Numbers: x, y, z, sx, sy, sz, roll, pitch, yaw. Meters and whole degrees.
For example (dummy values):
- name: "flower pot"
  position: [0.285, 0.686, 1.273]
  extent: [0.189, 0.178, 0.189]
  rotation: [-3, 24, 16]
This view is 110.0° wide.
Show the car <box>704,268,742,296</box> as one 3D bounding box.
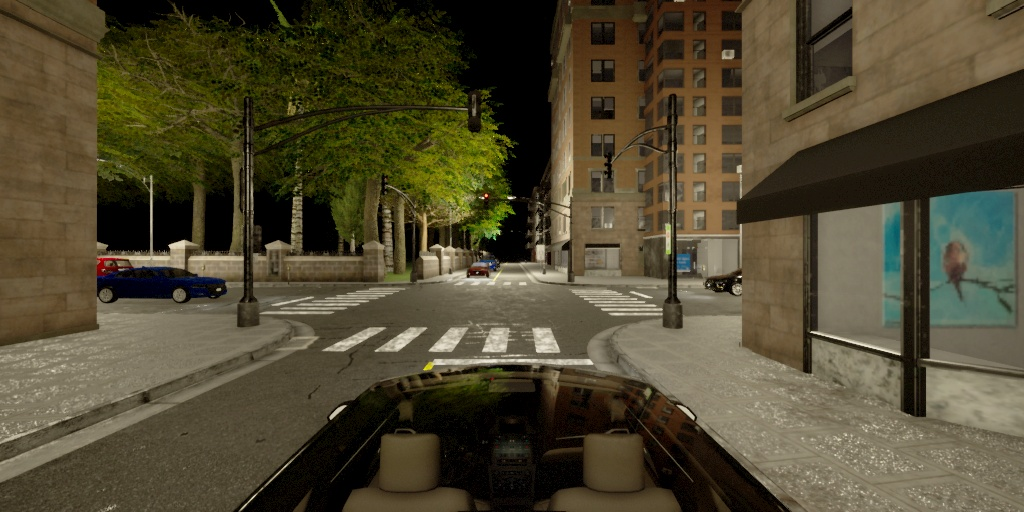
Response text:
- name: "car"
  position: [12.689, 1.271, 18.683]
  extent: [4.892, 1.490, 1.837]
  rotation: [0, 0, 1]

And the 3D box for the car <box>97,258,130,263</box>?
- name: "car"
  position: [-25.924, 1.034, 21.778]
  extent: [5.009, 1.841, 2.192]
  rotation: [0, 0, 1]

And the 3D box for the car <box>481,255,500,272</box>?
- name: "car"
  position: [-3.038, 0.928, 45.401]
  extent: [2.150, 2.045, 5.566]
  rotation: [0, 0, 0]

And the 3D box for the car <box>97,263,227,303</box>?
- name: "car"
  position: [-15.473, 1.212, 15.860]
  extent: [5.008, 1.535, 1.882]
  rotation: [0, 0, 0]

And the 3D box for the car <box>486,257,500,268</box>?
- name: "car"
  position: [-3.002, 1.035, 58.060]
  extent: [2.097, 1.767, 4.553]
  rotation: [0, 0, 0]

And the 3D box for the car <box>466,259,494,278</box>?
- name: "car"
  position: [-3.056, 1.293, 33.608]
  extent: [1.994, 1.385, 4.181]
  rotation: [0, 0, 0]
